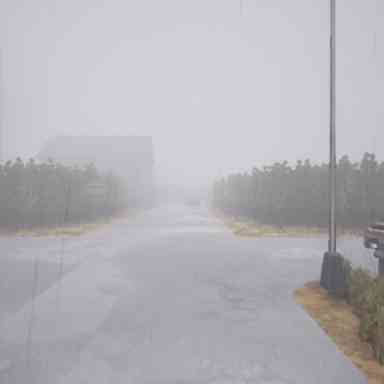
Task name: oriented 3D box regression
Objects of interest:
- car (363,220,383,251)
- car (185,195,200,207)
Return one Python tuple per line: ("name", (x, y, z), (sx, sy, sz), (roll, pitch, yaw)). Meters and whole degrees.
("car", (7.541, 1.322, 9.586), (4.902, 1.511, 2.128), (1, 0, -6))
("car", (0.092, 1.271, 50.161), (2.097, 1.767, 4.553), (0, 0, 0))
